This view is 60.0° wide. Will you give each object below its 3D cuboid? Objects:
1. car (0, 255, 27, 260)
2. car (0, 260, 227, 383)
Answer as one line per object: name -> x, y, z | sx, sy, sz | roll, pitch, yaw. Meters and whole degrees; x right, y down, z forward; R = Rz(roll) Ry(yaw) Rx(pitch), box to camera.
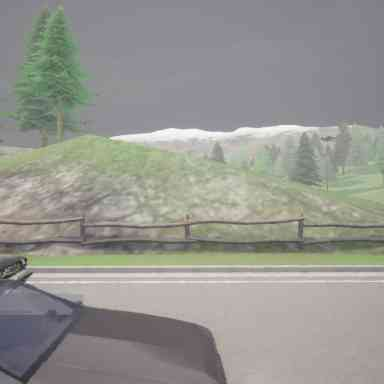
car -> -5.743, 1.601, 6.392 | 4.718, 1.301, 1.895 | 0, 0, -1
car -> -2.340, 1.547, 2.936 | 5.357, 1.411, 2.033 | 0, 0, -1
